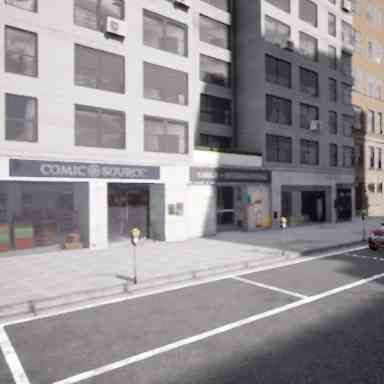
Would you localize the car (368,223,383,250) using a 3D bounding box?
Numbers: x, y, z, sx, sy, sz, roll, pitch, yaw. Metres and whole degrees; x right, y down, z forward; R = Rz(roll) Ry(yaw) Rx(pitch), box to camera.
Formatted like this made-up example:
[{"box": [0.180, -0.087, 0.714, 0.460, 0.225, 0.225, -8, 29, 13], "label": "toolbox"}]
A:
[{"box": [8.573, 1.576, 13.065, 4.206, 1.307, 1.802, 0, 0, -37], "label": "car"}]
